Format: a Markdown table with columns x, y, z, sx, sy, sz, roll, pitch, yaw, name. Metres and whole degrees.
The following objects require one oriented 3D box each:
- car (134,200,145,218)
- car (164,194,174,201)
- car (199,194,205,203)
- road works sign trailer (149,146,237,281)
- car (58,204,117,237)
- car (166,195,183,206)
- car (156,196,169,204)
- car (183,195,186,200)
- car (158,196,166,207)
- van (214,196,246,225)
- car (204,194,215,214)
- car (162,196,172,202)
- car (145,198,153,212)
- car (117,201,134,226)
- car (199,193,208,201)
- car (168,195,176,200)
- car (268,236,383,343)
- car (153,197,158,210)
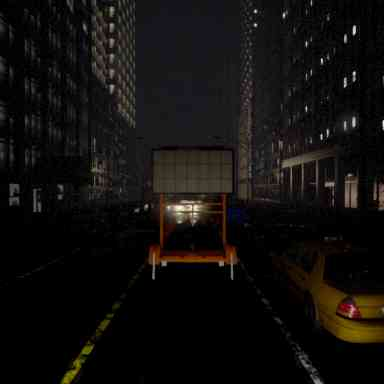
| x | y | z | sx | sy | sz | roll | pitch | yaw | name |
| --- | --- | --- | --- | --- | --- | --- | --- | --- | --- |
| -5.637 | 1.538 | 29.183 | 1.887 | 1.381 | 4.507 | -1 | 0 | 0 | car |
| -5.532 | 1.420 | 80.335 | 1.967 | 1.590 | 4.097 | -1 | 0 | 0 | car |
| 2.814 | 1.536 | 63.267 | 2.008 | 1.369 | 4.403 | -1 | 0 | 0 | car |
| 0.025 | 0.462 | 9.840 | 2.380 | 3.560 | 2.880 | 0 | 0 | 0 | road works sign trailer |
| -5.661 | 1.547 | 17.815 | 2.008 | 1.369 | 4.403 | -1 | 0 | 0 | car |
| -2.958 | 1.495 | 53.542 | 1.837 | 1.490 | 4.892 | 0 | -1 | 0 | car |
| -5.567 | 1.536 | 63.284 | 2.008 | 1.369 | 4.403 | -1 | 0 | 0 | car |
| -2.814 | 1.491 | 89.841 | 1.837 | 1.490 | 4.892 | 0 | 0 | 0 | car |
| -5.591 | 1.539 | 51.917 | 2.008 | 1.369 | 4.403 | -1 | 0 | 0 | car |
| 2.729 | 1.336 | 23.481 | 1.690 | 1.788 | 3.998 | -1 | 0 | 0 | van |
| 2.752 | 1.307 | 34.849 | 2.192 | 1.841 | 5.009 | -1 | 0 | 0 | car |
| -5.543 | 1.564 | 74.651 | 1.802 | 1.307 | 4.206 | -1 | 0 | 0 | car |
| -5.626 | 1.543 | 34.866 | 2.008 | 1.369 | 4.403 | -1 | 0 | 0 | car |
| -5.649 | 1.560 | 23.499 | 1.947 | 1.339 | 4.313 | -1 | 0 | 0 | car |
| 2.858 | 1.293 | 86.002 | 2.192 | 1.841 | 5.009 | -1 | 0 | 0 | car |
| -5.508 | 1.502 | 91.533 | 1.752 | 1.417 | 4.829 | -1 | 0 | 0 | car |
| 2.696 | 1.524 | 6.600 | 1.752 | 1.417 | 4.829 | -1 | 0 | 0 | car |
| -5.614 | 1.573 | 40.550 | 1.802 | 1.307 | 4.206 | -1 | 0 | 0 | car |
